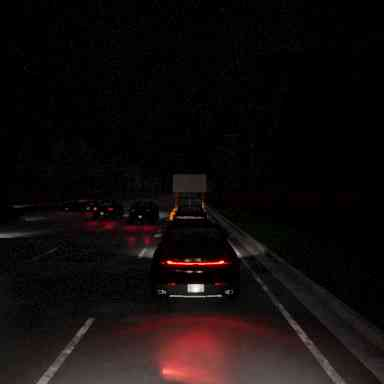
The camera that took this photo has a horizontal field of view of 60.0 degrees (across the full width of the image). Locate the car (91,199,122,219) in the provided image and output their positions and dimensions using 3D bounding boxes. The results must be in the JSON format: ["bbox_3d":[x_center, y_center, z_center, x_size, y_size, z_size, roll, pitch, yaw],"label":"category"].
[{"bbox_3d":[-7.102,1.527,28.456,1.812,1.442,4.674,0,-1,-1],"label":"car"}]

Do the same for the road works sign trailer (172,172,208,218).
[{"bbox_3d":[-0.170,0.464,22.740,2.380,3.560,2.880,0,0,-3],"label":"road works sign trailer"}]

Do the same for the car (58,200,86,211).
[{"bbox_3d":[-14.194,1.601,39.825,1.895,1.301,4.718,0,0,-1],"label":"car"}]

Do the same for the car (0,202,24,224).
[{"bbox_3d":[-14.065,1.477,24.056,1.882,1.535,5.008,0,0,0],"label":"car"}]

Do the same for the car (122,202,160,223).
[{"bbox_3d":[-3.575,1.492,25.283,2.128,1.511,4.902,0,0,0],"label":"car"}]

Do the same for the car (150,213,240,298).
[{"bbox_3d":[0.053,1.505,8.482,1.837,1.490,4.892,0,0,0],"label":"car"}]

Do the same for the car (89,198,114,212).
[{"bbox_3d":[-10.693,1.526,39.577,1.812,1.442,4.674,0,0,0],"label":"car"}]

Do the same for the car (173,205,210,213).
[{"bbox_3d":[-0.052,1.488,18.870,2.128,1.511,4.902,0,0,1],"label":"car"}]
